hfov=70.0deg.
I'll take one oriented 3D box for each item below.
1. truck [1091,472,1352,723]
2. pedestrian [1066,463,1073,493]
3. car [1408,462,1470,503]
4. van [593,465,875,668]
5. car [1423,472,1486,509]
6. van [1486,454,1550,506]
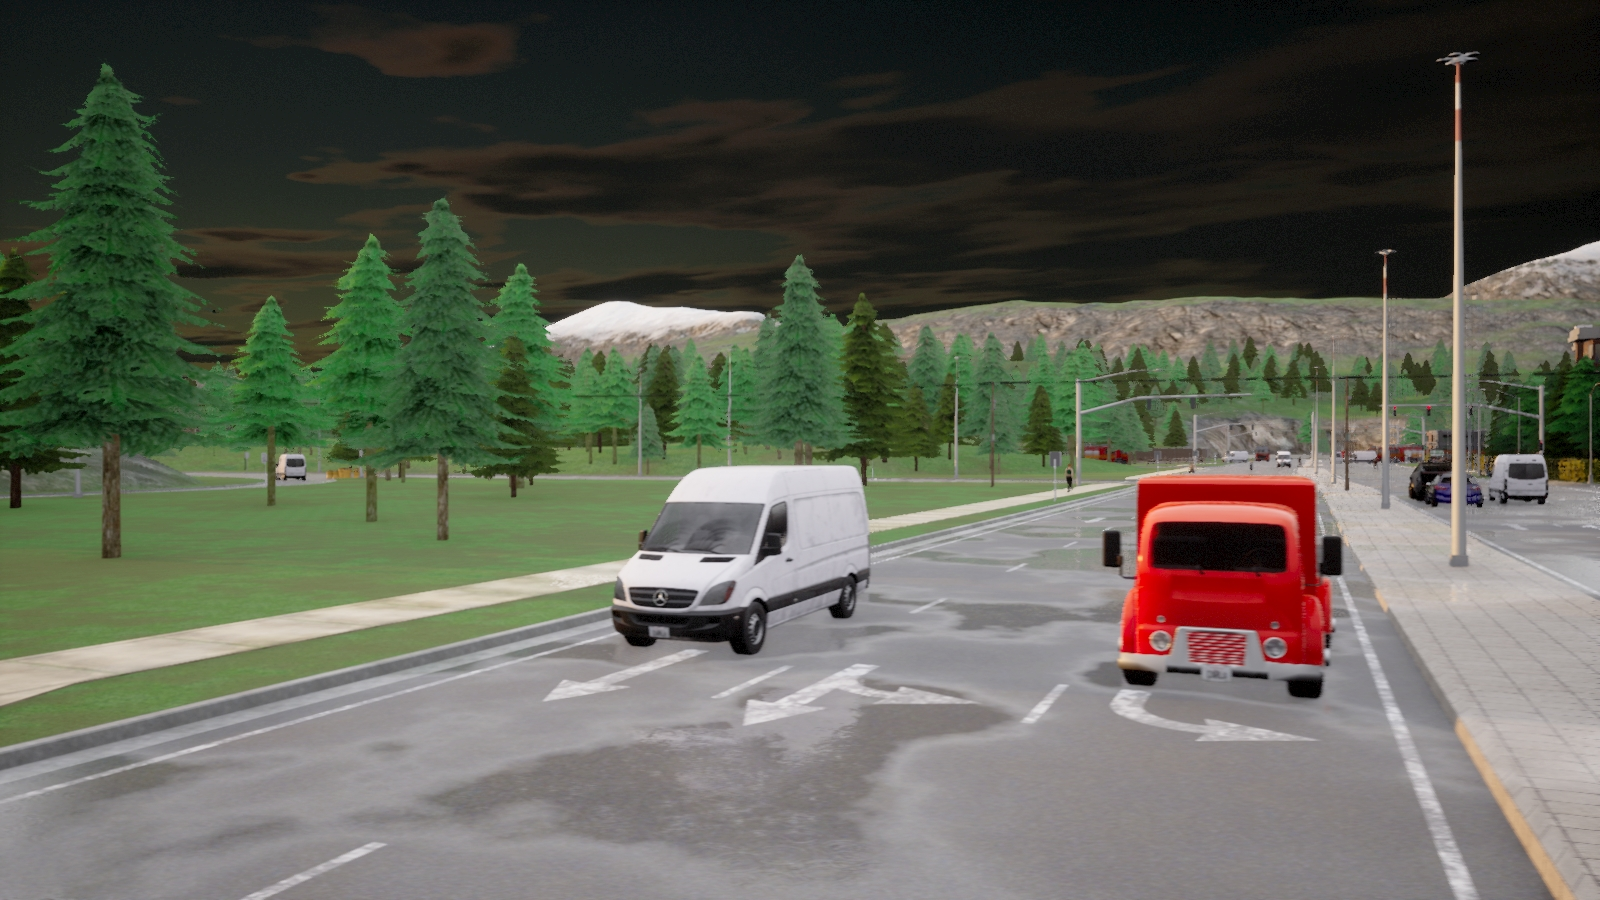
[{"bbox_3d":[5.471,1.569,14.650,2.627,2.467,5.204,0,0,23],"label":"truck"},{"bbox_3d":[16.735,1.711,70.987,0.375,1.860,0.375,0,0,24],"label":"pedestrian"},{"bbox_3d":[35.208,1.736,63.124,2.390,2.098,6.274,0,0,24],"label":"car"},{"bbox_3d":[-0.746,1.547,17.919,1.988,2.561,5.915,0,0,23],"label":"van"},{"bbox_3d":[32.391,1.950,56.655,2.242,1.667,4.611,0,0,24],"label":"car"},{"bbox_3d":[37.764,1.511,60.249,1.988,2.561,5.915,0,0,23],"label":"van"}]
